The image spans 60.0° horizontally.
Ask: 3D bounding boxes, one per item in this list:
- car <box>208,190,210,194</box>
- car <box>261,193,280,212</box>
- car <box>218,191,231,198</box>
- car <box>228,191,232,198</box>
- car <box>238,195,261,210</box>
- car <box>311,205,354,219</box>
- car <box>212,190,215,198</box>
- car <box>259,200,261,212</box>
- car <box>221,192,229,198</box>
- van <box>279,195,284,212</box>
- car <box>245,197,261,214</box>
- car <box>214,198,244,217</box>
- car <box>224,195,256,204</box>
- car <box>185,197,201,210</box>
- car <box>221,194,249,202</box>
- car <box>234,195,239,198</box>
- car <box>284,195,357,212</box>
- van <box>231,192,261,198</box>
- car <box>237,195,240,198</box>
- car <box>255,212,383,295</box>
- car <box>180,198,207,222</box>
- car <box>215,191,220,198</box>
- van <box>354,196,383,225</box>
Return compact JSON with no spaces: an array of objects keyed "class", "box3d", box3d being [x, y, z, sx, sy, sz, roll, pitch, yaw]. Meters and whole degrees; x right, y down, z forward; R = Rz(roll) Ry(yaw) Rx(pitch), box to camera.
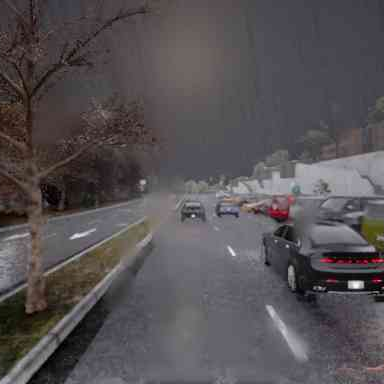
[{"class":"car","box3d":[7.895,0.809,91.973,5.366,1.575,1.946,1,1,-20]},{"class":"car","box3d":[8.099,1.235,23.440,5.566,2.045,2.435,1,0,-20]},{"class":"car","box3d":[7.895,1.145,59.171,5.366,1.575,1.946,0,1,-20]},{"class":"car","box3d":[8.041,1.197,47.295,4.553,1.767,2.185,0,1,-20]},{"class":"car","box3d":[7.897,1.436,35.296,5.366,1.575,1.946,1,1,-20]},{"class":"car","box3d":[8.064,1.488,14.475,4.892,1.521,2.231,1,0,-20]},{"class":"car","box3d":[8.097,0.716,74.158,5.566,2.045,2.435,1,0,-20]},{"class":"car","box3d":[8.065,1.519,26.411,4.674,1.452,2.002,1,0,-20]},{"class":"car","box3d":[7.895,1.235,53.206,5.366,1.575,1.946,0,1,-20]},{"class":"van","box3d":[7.964,1.259,20.397,4.442,1.987,1.878,1,0,-20]},{"class":"car","box3d":[8.042,1.488,32.368,4.792,1.488,2.163,1,1,-20]},{"class":"car","box3d":[3.099,1.525,30.503,2.033,1.411,5.357,0,0,0]},{"class":"car","box3d":[8.095,1.224,56.268,4.792,1.488,2.163,0,1,-20]},{"class":"car","box3d":[0.099,1.448,42.924,1.994,1.385,4.181,0,1,0]},{"class":"car","box3d":[8.064,1.149,62.220,4.674,1.452,2.002,1,1,-20]},{"class":"car","box3d":[8.064,1.431,41.337,4.674,1.452,2.002,1,0,-20]},{"class":"car","box3d":[8.048,1.235,17.444,5.566,2.045,2.435,1,0,-20]},{"class":"van","box3d":[7.964,1.134,44.267,4.442,1.987,1.878,0,1,-20]},{"class":"car","box3d":[8.095,1.450,38.365,4.792,1.488,2.163,1,0,-20]},{"class":"car","box3d":[3.100,1.504,8.709,1.837,1.490,4.892,0,0,0]},{"class":"car","box3d":[0.099,1.494,26.468,1.837,1.490,4.892,0,0,0]},{"class":"car","box3d":[8.078,1.001,71.160,4.892,1.521,2.231,1,1,-20]},{"class":"van","box3d":[8.181,1.263,11.535,4.442,1.987,1.878,1,0,-20]}]
